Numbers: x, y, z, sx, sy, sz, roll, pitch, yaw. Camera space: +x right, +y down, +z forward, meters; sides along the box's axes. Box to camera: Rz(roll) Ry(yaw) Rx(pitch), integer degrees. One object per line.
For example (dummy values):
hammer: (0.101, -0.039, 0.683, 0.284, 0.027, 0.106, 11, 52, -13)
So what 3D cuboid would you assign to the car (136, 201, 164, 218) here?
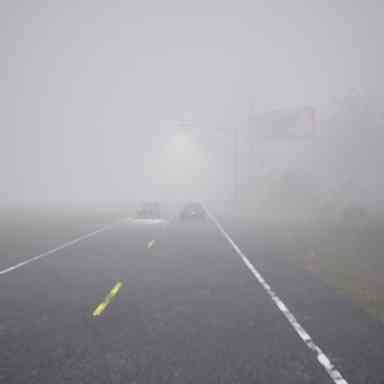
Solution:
car: (-3.565, 1.499, 28.734, 1.994, 1.385, 4.181, 0, 0, 0)

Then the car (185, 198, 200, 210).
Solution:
car: (0.090, 1.502, 43.019, 1.895, 1.301, 4.718, 0, 0, 0)

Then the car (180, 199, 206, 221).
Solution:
car: (0.072, 1.504, 26.613, 1.994, 1.385, 4.181, 0, 0, 0)
